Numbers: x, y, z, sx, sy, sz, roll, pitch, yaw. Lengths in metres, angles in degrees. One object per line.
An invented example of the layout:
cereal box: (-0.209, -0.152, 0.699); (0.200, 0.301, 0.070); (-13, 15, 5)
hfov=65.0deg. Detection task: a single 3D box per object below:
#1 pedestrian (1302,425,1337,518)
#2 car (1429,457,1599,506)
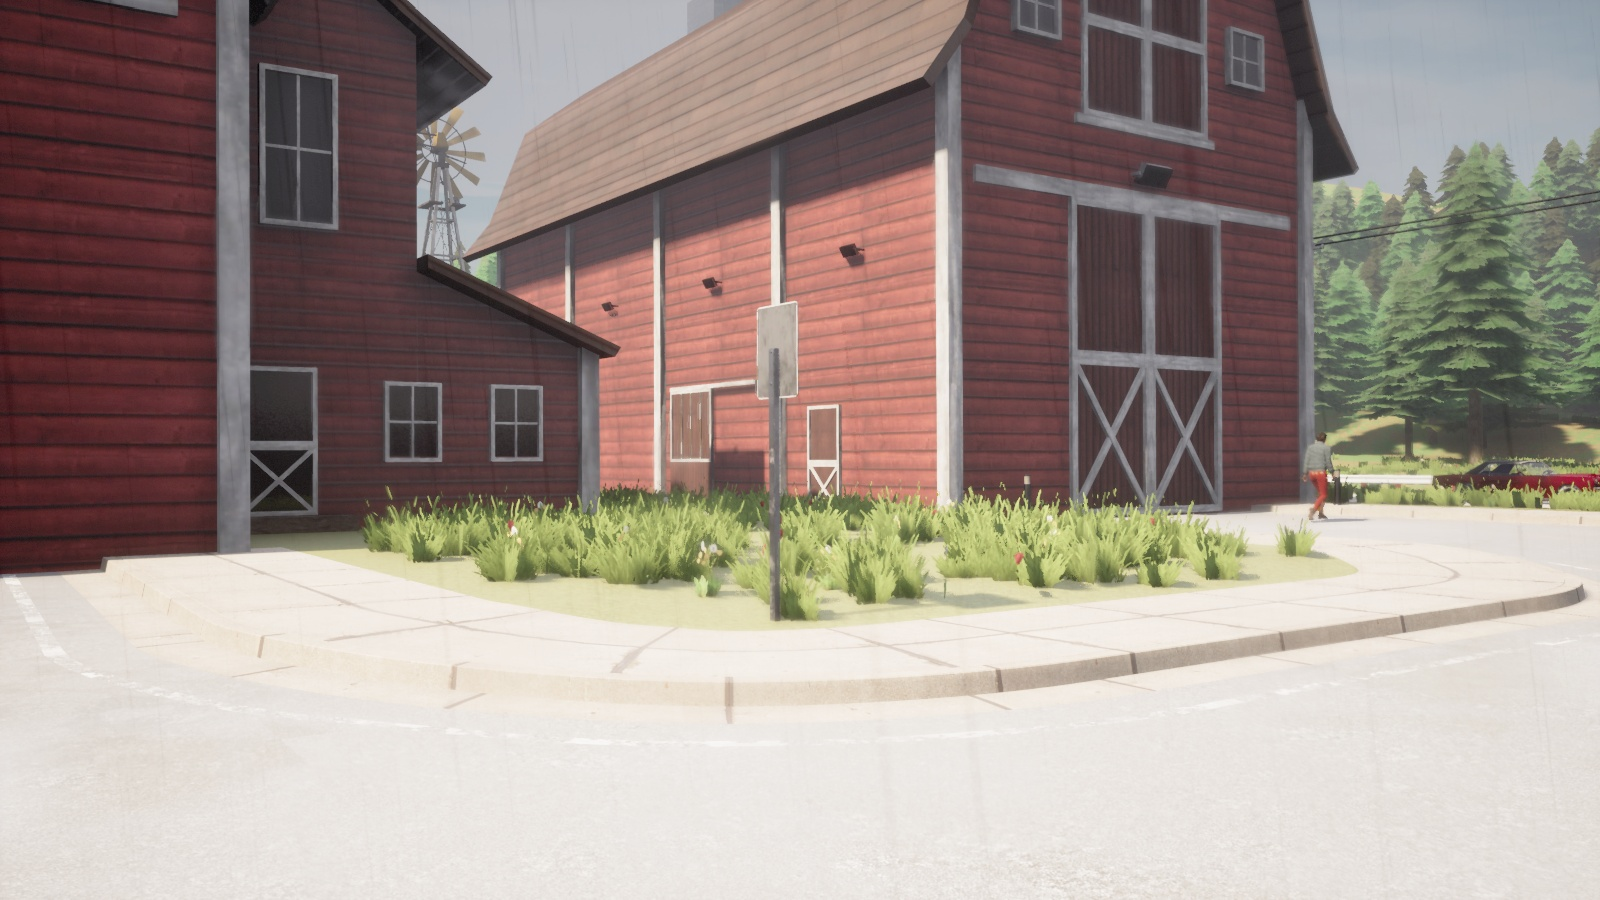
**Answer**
pedestrian: (10.428, 0.422, 25.210); (0.614, 1.847, 0.353); (0, 0, -34)
car: (20.994, 0.865, 36.269); (1.895, 1.301, 4.718); (0, 0, -34)
